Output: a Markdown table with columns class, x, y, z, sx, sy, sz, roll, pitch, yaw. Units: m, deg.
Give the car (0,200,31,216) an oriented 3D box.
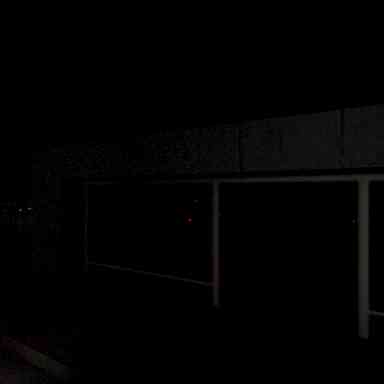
| class | x | y | z | sx | sy | sz | roll | pitch | yaw |
| --- | --- | --- | --- | --- | --- | --- | --- | --- | --- |
| car | -15.239 | 1.520 | 30.688 | 1.837 | 1.490 | 4.892 | 0 | 0 | 34 |
